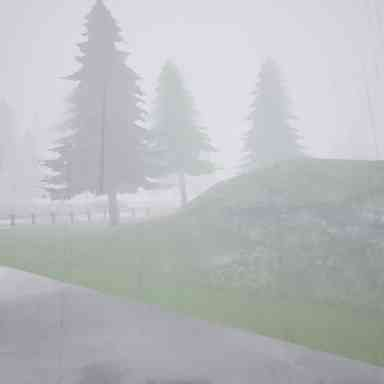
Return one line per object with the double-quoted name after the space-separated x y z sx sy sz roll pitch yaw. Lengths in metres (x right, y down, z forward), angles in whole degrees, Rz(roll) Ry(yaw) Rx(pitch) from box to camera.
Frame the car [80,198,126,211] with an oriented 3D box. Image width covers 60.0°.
-9.492 1.390 35.704 4.902 1.511 2.128 0 0 -42 "car"
